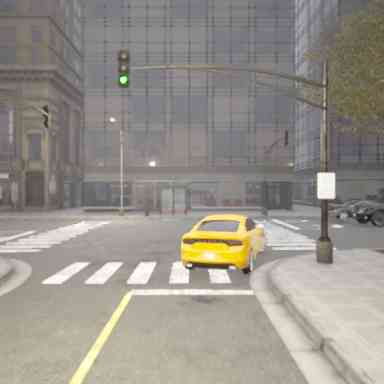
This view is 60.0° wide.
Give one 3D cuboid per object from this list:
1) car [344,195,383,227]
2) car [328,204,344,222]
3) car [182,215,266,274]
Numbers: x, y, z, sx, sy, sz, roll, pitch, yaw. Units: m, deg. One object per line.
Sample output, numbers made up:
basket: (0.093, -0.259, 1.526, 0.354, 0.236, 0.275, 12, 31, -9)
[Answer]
car: (13.145, 1.097, 21.292, 5.566, 2.045, 2.150, 0, 0, -1)
car: (12.253, 1.360, 24.537, 4.902, 1.511, 2.128, 0, 0, 0)
car: (1.209, 1.479, 10.844, 1.882, 1.535, 5.008, -1, 0, 18)
